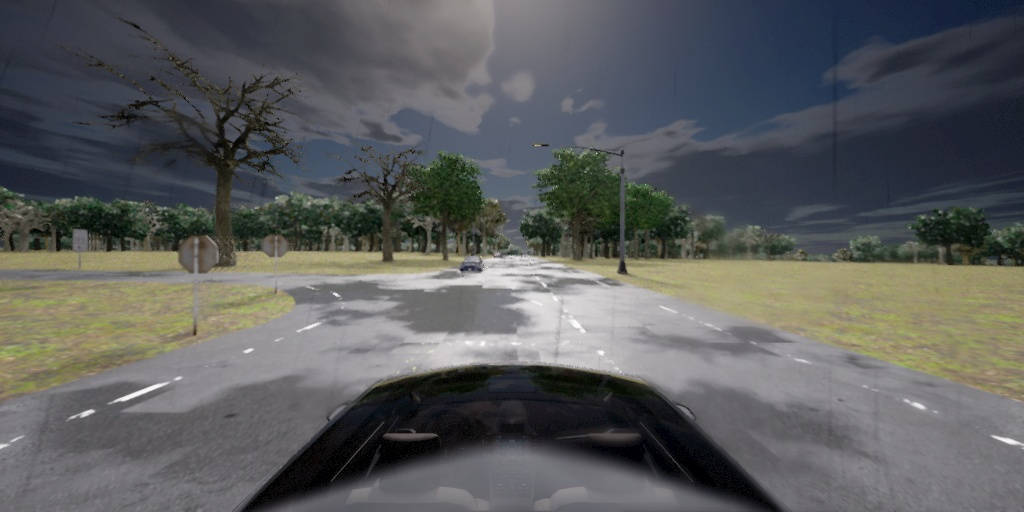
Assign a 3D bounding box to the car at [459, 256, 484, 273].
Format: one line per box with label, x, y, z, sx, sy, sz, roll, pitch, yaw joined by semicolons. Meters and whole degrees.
car;-3.493;0.723;32.250;2.033;1.411;5.357;0;1;0
